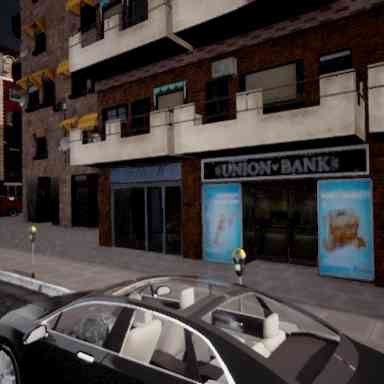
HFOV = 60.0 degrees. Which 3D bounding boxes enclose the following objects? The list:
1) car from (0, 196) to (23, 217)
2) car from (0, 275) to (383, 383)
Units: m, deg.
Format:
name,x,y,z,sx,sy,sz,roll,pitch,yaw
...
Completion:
name,x,y,z,sx,sy,sz,roll,pitch,yaw
car,-15.036,1.257,29.645,2.192,1.841,5.009,-1,-1,36
car,-0.388,1.549,3.338,4.403,1.369,2.008,0,-1,36
